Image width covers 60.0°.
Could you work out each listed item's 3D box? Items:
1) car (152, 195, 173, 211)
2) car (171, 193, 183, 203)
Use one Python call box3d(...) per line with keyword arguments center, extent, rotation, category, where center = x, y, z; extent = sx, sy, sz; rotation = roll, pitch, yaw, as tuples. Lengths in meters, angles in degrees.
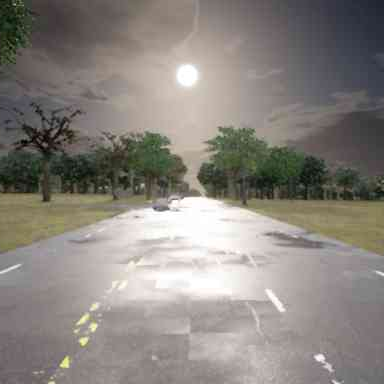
box3d(center=(-3.584, 1.469, 39.530), extent=(1.812, 1.442, 4.674), rotation=(1, 1, 0), category="car")
box3d(center=(-3.683, 1.248, 72.438), extent=(2.150, 2.045, 5.566), rotation=(0, 0, 0), category="car")
